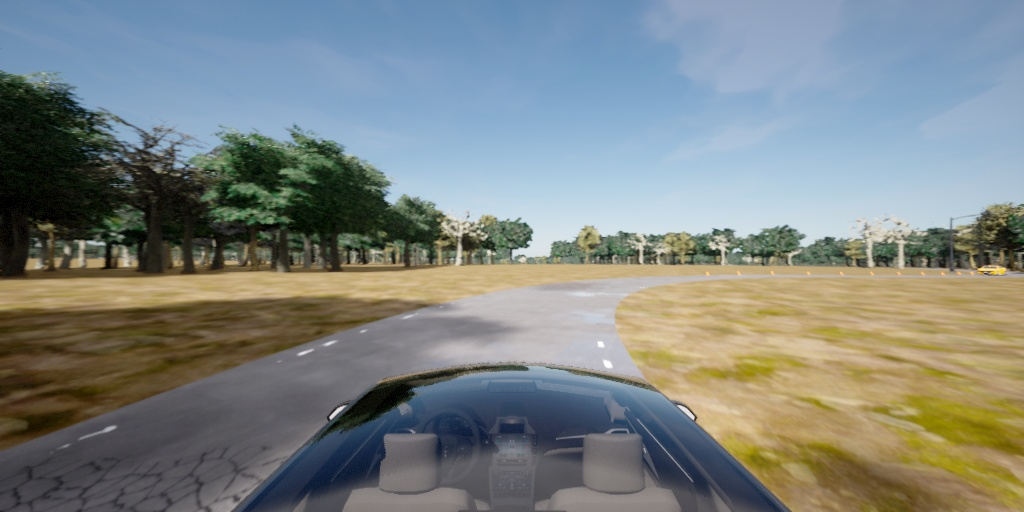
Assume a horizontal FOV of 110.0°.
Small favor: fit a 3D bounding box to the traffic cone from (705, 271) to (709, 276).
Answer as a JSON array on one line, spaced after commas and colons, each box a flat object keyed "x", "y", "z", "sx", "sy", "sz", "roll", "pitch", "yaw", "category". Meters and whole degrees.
[{"x": 23.862, "y": 2.099, "z": 43.805, "sx": 0.340, "sy": 0.580, "sz": 0.340, "roll": 0, "pitch": 0, "yaw": -23, "category": "traffic cone"}]

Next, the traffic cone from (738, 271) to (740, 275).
[{"x": 28.849, "y": 2.153, "z": 45.618, "sx": 0.340, "sy": 0.580, "sz": 0.340, "roll": 0, "pitch": 0, "yaw": -17, "category": "traffic cone"}]

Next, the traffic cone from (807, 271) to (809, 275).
[{"x": 39.244, "y": 2.255, "z": 47.488, "sx": 0.340, "sy": 0.580, "sz": 0.340, "roll": 0, "pitch": 0, "yaw": -4, "category": "traffic cone"}]

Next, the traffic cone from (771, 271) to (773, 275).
[{"x": 34.009, "y": 2.206, "z": 46.850, "sx": 0.340, "sy": 0.580, "sz": 0.340, "roll": 0, "pitch": 0, "yaw": -10, "category": "traffic cone"}]
